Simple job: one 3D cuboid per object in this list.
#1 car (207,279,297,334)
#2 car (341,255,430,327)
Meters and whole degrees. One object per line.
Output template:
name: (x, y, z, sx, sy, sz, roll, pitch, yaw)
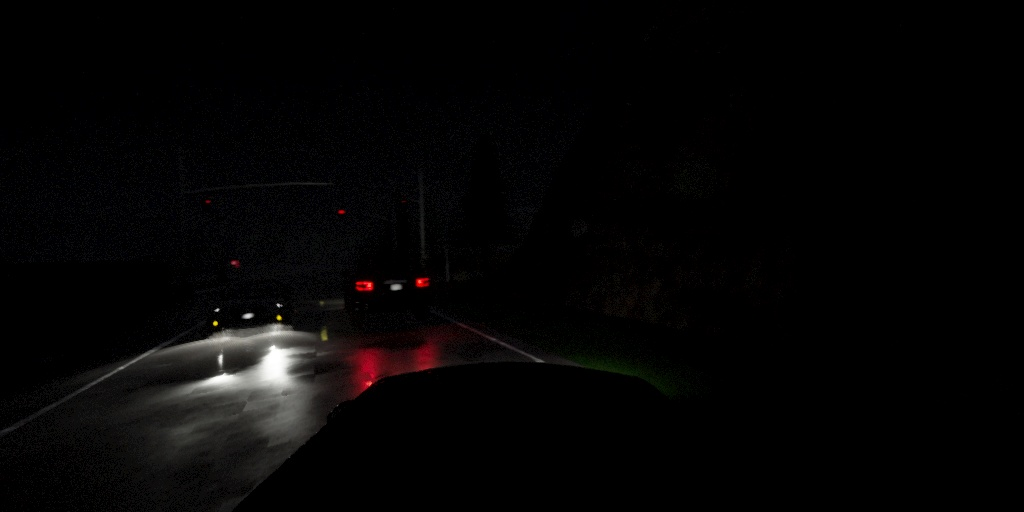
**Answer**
car: (-8.193, 1.475, 11.615, 1.994, 1.385, 4.181, -2, 0, -28)
car: (-4.436, 1.019, 12.256, 2.150, 2.045, 5.566, -2, -1, -28)
